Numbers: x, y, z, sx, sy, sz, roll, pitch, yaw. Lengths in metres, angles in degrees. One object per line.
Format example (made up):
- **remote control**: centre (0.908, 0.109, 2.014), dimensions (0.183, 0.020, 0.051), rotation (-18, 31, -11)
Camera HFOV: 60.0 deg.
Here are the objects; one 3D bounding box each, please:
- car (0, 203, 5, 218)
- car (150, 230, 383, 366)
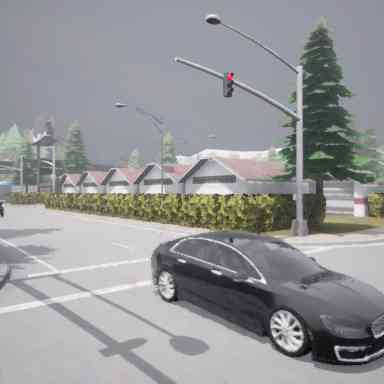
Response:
- **car**: centre (-18.185, 1.384, 29.799), dimensions (1.882, 1.535, 5.008), rotation (0, 0, -39)
- **car**: centre (1.048, 1.572, 6.249), dimensions (1.837, 1.490, 4.892), rotation (0, 1, -39)
